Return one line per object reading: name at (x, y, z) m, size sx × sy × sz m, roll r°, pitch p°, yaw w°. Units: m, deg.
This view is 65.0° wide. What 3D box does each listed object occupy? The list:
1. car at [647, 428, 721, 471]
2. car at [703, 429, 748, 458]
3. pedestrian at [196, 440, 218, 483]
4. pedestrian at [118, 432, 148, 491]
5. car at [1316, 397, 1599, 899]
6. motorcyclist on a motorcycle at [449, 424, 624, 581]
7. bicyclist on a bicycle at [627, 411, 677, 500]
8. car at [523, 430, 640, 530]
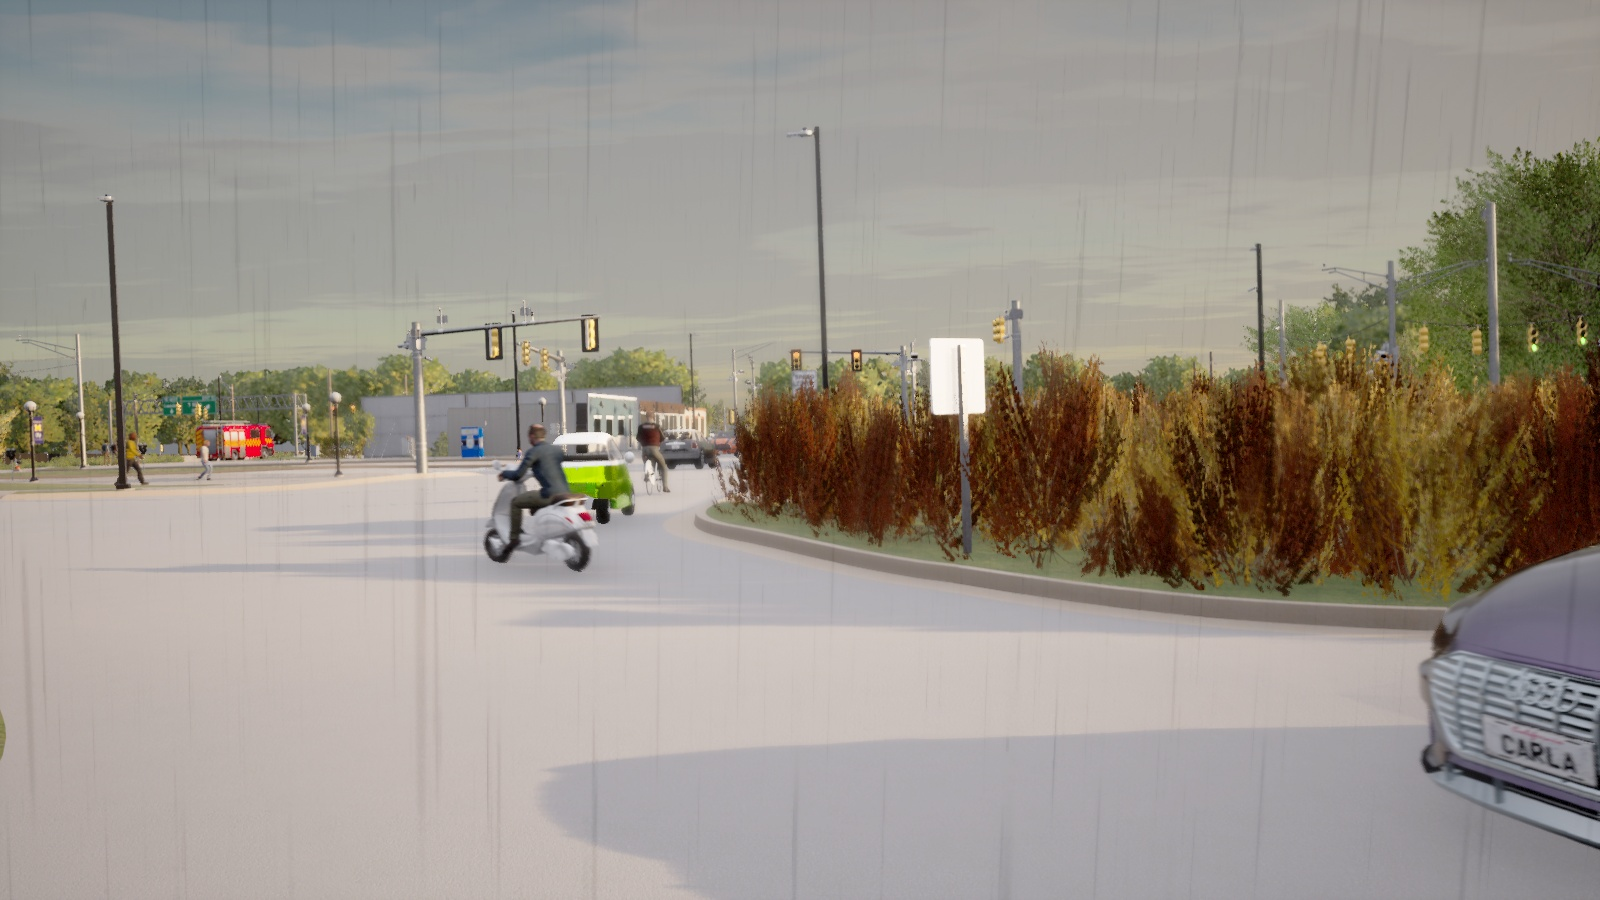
car at (-4.297, -0.029, 47.099) m, size 1.970 × 1.475 × 3.806 m, roll -2°, pitch 0°, yaw 6°
car at (-4.824, -0.437, 82.489) m, size 2.097 × 1.767 × 4.553 m, roll -2°, pitch 1°, yaw 7°
pedestrian at (-25.415, 0.490, 53.810) m, size 0.706 × 1.836 × 0.354 m, roll -2°, pitch 2°, yaw 2°
pedestrian at (-21.486, 0.366, 40.452) m, size 0.726 × 1.835 × 0.370 m, roll -3°, pitch 2°, yaw -18°
car at (4.798, 0.505, 4.835) m, size 4.856 × 1.649 × 2.033 m, roll -5°, pitch 2°, yaw -14°
motorcyclist on a motorcycle at (-2.919, 0.525, 13.835) m, size 1.817 × 1.590 × 0.866 m, roll 1°, pitch 3°, yaw 38°
bicyclist on a bicycle at (-3.079, 0.079, 26.345) m, size 0.659 × 1.776 × 1.843 m, roll -2°, pitch 2°, yaw 3°
car at (-3.356, 0.426, 19.605) m, size 1.481 × 1.376 × 2.207 m, roll -2°, pitch 2°, yaw -3°
